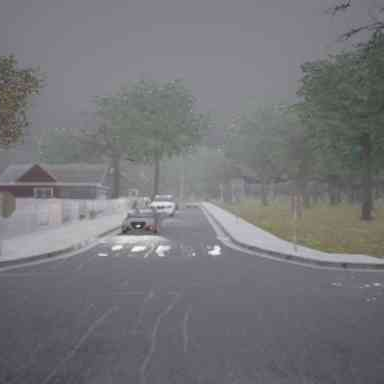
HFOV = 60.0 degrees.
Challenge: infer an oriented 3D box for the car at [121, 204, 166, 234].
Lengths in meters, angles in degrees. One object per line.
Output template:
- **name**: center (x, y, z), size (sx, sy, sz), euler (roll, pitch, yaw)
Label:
- **car**: center (-2.855, 1.630, 19.700), size (1.994, 1.385, 4.181), euler (0, 0, 0)

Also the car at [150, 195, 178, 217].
- **car**: center (-2.861, 1.356, 33.010), size (2.150, 2.045, 5.566), euler (0, 0, 0)

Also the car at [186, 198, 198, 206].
- **car**: center (-0.011, 1.893, 61.367), size (1.994, 1.385, 4.181), euler (0, 0, 0)

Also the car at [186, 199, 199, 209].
- **car**: center (0.045, 1.860, 51.302), size (1.895, 1.301, 4.718), euler (0, 0, 0)
